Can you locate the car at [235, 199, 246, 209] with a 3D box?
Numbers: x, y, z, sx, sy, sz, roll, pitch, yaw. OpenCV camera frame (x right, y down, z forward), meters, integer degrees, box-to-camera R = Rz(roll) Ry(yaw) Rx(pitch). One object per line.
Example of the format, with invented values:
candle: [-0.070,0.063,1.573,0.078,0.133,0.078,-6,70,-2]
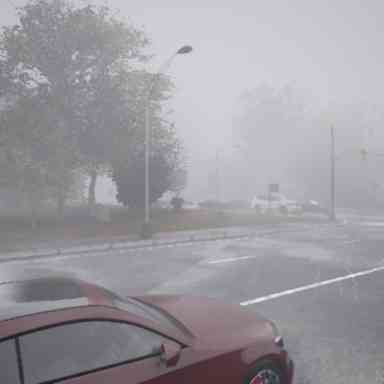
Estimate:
car: [6.983,1.590,44.115,2.033,1.411,5.357,0,0,-38]

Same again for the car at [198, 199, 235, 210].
car: [2.972,1.641,43.562,1.895,1.301,4.718,0,0,-38]

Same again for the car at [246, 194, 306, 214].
car: [8.971,1.263,35.860,2.150,2.045,5.566,0,0,-38]

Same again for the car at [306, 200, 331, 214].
car: [12.862,1.570,36.540,1.812,1.442,4.674,0,0,-38]

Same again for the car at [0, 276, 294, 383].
car: [-1.128,1.528,2.893,4.674,1.442,1.812,0,0,-36]

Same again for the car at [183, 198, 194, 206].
car: [-1.525,1.604,55.048,1.994,1.385,4.181,0,0,-38]

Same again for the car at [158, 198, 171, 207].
car: [-4.903,1.563,53.693,1.812,1.442,4.674,0,0,-38]
